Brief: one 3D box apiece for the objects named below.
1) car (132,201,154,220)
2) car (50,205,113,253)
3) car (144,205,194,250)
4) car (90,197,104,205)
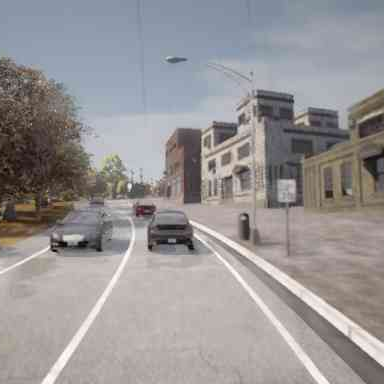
[{"bbox_3d":[-4.710,1.566,32.442,1.882,1.535,5.008,1,0,-15],"label":"car"},{"bbox_3d":[-4.406,1.504,13.851,2.128,1.511,4.902,0,0,-7],"label":"car"},{"bbox_3d":[-1.044,1.546,14.645,1.837,1.490,4.892,1,0,-7],"label":"car"},{"bbox_3d":[-15.146,1.466,53.124,1.994,1.385,4.181,2,0,-18],"label":"car"}]
